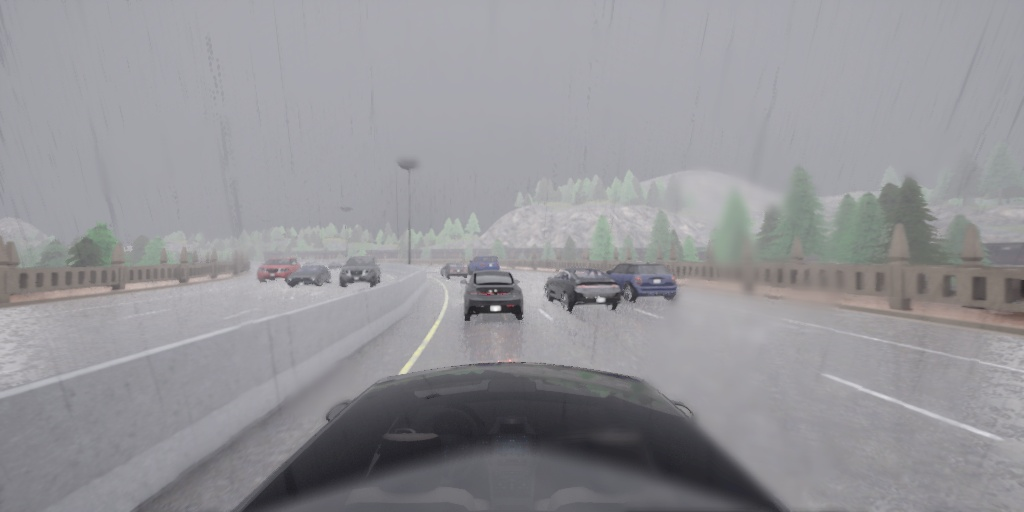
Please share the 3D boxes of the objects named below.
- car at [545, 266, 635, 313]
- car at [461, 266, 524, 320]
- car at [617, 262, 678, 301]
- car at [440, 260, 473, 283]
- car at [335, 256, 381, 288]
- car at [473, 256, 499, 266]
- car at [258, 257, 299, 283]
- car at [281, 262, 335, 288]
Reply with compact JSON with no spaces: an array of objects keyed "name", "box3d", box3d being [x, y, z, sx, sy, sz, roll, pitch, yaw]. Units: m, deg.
[{"name":"car","box3d":[2.592,1.222,14.079,2.128,1.511,4.902,0,0,-7]},{"name":"car","box3d":[-0.741,1.253,12.653,1.837,1.490,4.892,0,0,-6]},{"name":"car","box3d":[5.696,1.065,16.908,2.097,1.767,4.553,0,0,-8]},{"name":"car","box3d":[-5.413,1.336,33.203,2.033,1.411,5.357,0,0,-19]},{"name":"car","box3d":[-10.435,1.038,25.025,2.150,2.045,5.566,0,0,-16]},{"name":"car","box3d":[-2.933,0.993,36.537,2.150,2.045,5.566,0,0,-20]},{"name":"car","box3d":[-19.419,1.118,30.213,2.150,2.045,5.566,0,0,-21]},{"name":"car","box3d":[-14.145,1.392,25.404,2.033,1.411,5.357,0,0,-16]}]
